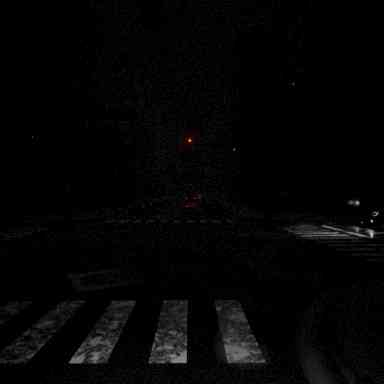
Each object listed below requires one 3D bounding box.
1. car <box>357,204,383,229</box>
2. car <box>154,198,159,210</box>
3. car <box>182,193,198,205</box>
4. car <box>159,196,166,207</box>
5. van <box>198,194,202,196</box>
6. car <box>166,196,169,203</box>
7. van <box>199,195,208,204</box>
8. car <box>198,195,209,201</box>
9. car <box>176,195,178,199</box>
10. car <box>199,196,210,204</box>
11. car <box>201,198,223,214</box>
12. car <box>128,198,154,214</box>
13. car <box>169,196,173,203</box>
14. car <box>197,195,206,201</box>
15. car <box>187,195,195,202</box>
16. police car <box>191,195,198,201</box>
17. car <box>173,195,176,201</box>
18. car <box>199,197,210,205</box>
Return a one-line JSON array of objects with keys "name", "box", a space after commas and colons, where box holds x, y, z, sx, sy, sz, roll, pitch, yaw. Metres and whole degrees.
[{"name": "car", "box": [12.805, 1.305, 20.689, 4.553, 1.767, 2.097, 0, 0, 0]}, {"name": "car", "box": [-5.669, 1.490, 41.700, 1.967, 1.590, 4.097, 0, 0, 0]}, {"name": "car", "box": [-0.248, 1.317, 63.358, 2.150, 2.045, 5.566, 0, 0, 0]}, {"name": "car", "box": [-5.653, 1.653, 52.721, 1.802, 1.307, 4.206, 0, 0, 0]}, {"name": "van", "box": [2.381, 1.424, 58.220, 1.690, 1.788, 3.998, 0, 0, 0]}, {"name": "car", "box": [-5.644, 1.634, 58.232, 2.008, 1.369, 4.403, 0, 0, 0]}, {"name": "van", "box": [2.397, 1.453, 69.241, 1.690, 1.788, 3.998, 0, 0, 0]}, {"name": "car", "box": [2.372, 1.637, 52.709, 1.947, 1.339, 4.313, 0, 0, 0]}, {"name": "car", "box": [-5.593, 1.721, 91.297, 1.887, 1.381, 4.507, 0, 0, 0]}, {"name": "car", "box": [2.364, 1.641, 47.199, 1.802, 1.307, 4.206, 0, 0, 0]}, {"name": "car", "box": [2.347, 1.606, 36.176, 1.947, 1.339, 4.313, 0, 0, 0]}, {"name": "car", "box": [-5.678, 1.480, 36.189, 1.967, 1.590, 4.097, 0, 0, 0]}, {"name": "car", "box": [-5.628, 1.552, 69.253, 1.967, 1.590, 4.097, 0, 0, 0]}, {"name": "car", "box": [2.423, 1.600, 85.774, 1.967, 1.590, 4.097, 0, 0, 0]}, {"name": "car", "box": [-0.232, 1.480, 73.713, 1.812, 1.442, 4.674, 0, 0, 0]}, {"name": "police car", "box": [0.618, 1.599, 90.257, 1.930, 1.638, 5.238, 0, 0, 0]}, {"name": "car", "box": [-5.611, 1.694, 80.275, 2.008, 1.369, 4.403, 0, 0, 0]}, {"name": "car", "box": [2.389, 1.647, 63.730, 2.008, 1.369, 4.403, 0, 0, 0]}]
